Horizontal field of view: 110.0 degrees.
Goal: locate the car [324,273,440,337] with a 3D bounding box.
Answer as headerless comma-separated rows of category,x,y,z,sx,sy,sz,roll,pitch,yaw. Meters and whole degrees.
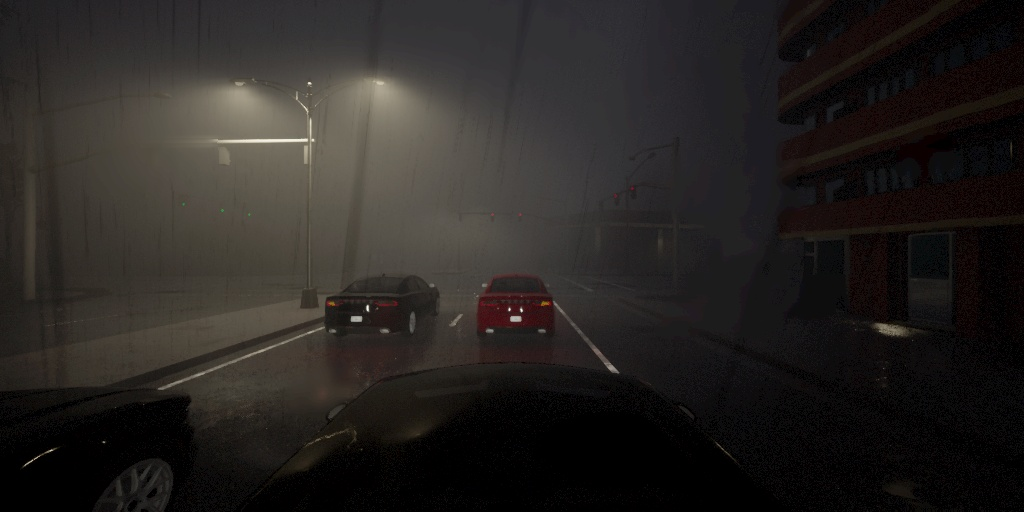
car,-3.396,1.228,10.327,1.882,1.535,5.008,0,0,0

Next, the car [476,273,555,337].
car,0.109,1.228,10.341,1.882,1.535,5.008,0,0,1

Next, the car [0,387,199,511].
car,-3.408,1.228,0.753,1.882,1.535,5.008,0,0,0
